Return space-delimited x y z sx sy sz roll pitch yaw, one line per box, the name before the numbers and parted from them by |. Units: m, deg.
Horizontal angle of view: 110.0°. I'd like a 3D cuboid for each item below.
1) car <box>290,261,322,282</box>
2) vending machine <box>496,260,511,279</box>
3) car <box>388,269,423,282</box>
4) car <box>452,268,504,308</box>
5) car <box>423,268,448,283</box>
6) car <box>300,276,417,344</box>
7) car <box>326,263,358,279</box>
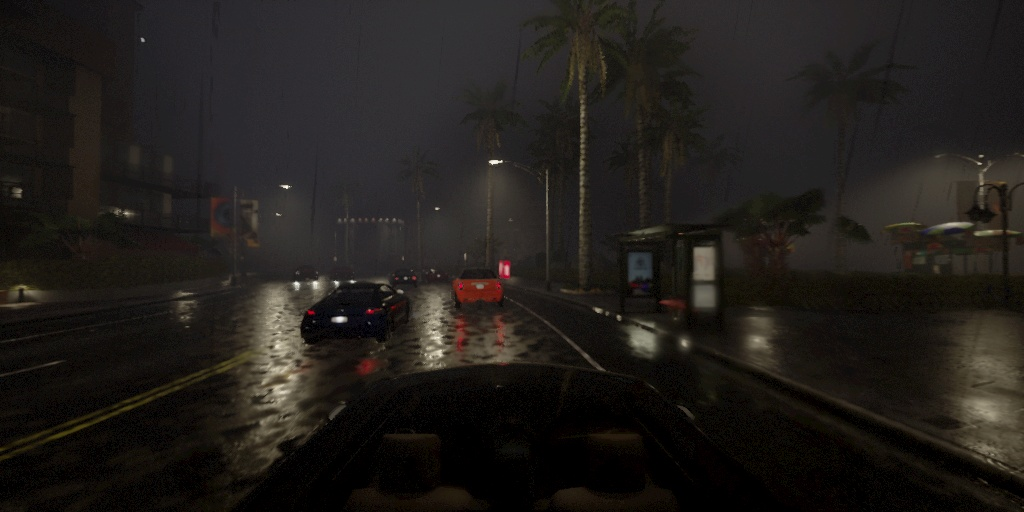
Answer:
car | -21.276 1.663 36.955 2.097 1.767 4.553 0 -1 -34
vending machine | -0.732 1.449 37.463 1.100 2.100 0.880 0 0 -25
car | -8.556 1.693 28.037 2.033 1.411 5.357 0 -1 -22
car | -1.733 1.322 16.935 2.097 1.767 4.553 0 -1 -11
car | -7.402 1.788 33.888 1.994 1.385 4.181 0 -1 -25
car | -4.134 1.445 10.146 1.994 1.385 4.181 0 -1 -6
car | -18.765 1.817 39.533 1.882 1.535 5.008 1 -1 -35
